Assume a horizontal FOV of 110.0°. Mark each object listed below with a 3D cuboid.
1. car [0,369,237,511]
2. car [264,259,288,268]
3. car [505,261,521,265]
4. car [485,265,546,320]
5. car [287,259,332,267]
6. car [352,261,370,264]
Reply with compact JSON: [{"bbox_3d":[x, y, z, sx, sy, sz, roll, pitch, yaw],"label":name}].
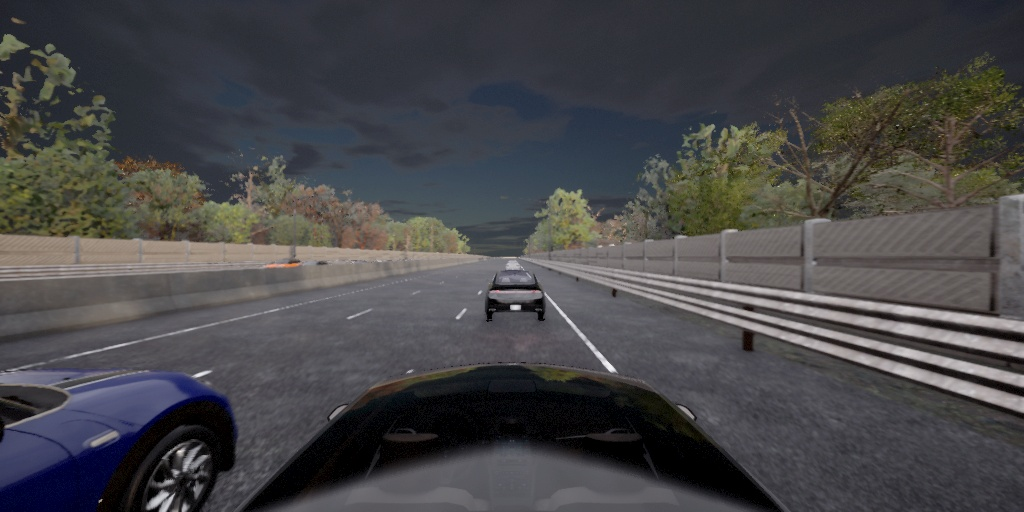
[{"bbox_3d":[-3.401,1.102,1.173,2.097,1.767,4.553,0,0,0],"label":"car"},{"bbox_3d":[-24.544,1.110,38.770,2.097,1.767,4.553,0,0,1],"label":"car"},{"bbox_3d":[0.099,1.284,44.377,1.812,1.442,4.674,0,0,0],"label":"car"},{"bbox_3d":[0.101,1.244,12.569,2.128,1.511,4.902,0,0,0],"label":"car"},{"bbox_3d":[-21.047,1.235,38.000,1.882,1.535,5.008,0,0,0],"label":"car"},{"bbox_3d":[-17.510,1.306,41.619,2.033,1.411,5.357,0,0,0],"label":"car"}]
